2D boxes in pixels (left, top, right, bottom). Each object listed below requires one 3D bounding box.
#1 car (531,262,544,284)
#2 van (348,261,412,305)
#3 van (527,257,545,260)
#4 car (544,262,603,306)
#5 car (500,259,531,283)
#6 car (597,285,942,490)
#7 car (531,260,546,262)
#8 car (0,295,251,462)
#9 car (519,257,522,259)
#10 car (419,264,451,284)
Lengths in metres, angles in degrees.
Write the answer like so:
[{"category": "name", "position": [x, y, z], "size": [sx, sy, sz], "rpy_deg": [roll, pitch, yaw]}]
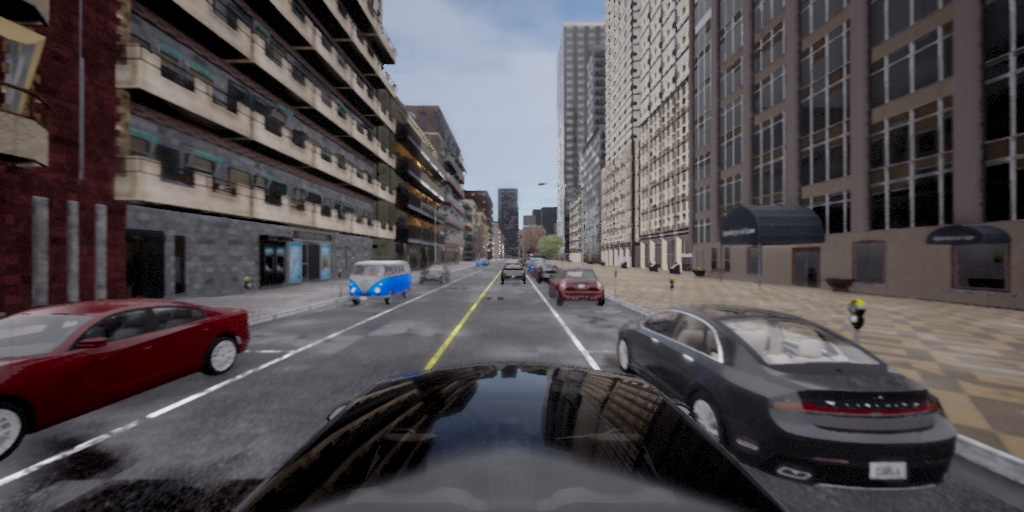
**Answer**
[{"category": "car", "position": [2.694, 1.325, 26.842], "size": [1.948, 1.339, 4.313], "rpy_deg": [0, 0, 0]}, {"category": "van", "position": [-5.688, 1.093, 15.797], "size": [1.690, 1.789, 3.998], "rpy_deg": [0, 0, 0]}, {"category": "van", "position": [2.695, 1.110, 37.887], "size": [1.690, 1.789, 3.998], "rpy_deg": [0, 0, 0]}, {"category": "car", "position": [2.693, 1.193, 15.795], "size": [1.967, 1.591, 4.097], "rpy_deg": [0, 0, 0]}, {"category": "car", "position": [0.102, 1.251, 27.655], "size": [2.128, 1.511, 4.902], "rpy_deg": [0, 0, 0]}, {"category": "car", "position": [2.692, 1.301, 4.751], "size": [2.007, 1.370, 4.403], "rpy_deg": [0, 0, 0]}, {"category": "car", "position": [2.694, 1.309, 32.364], "size": [1.888, 1.381, 4.507], "rpy_deg": [0, 0, 0]}, {"category": "car", "position": [-5.689, 1.295, 4.752], "size": [1.888, 1.381, 4.507], "rpy_deg": [0, 0, 0]}, {"category": "car", "position": [0.103, 1.258, 48.531], "size": [1.882, 1.535, 5.008], "rpy_deg": [0, 0, 0]}, {"category": "car", "position": [-5.687, 1.309, 26.842], "size": [2.007, 1.370, 4.403], "rpy_deg": [0, 0, 0]}]
